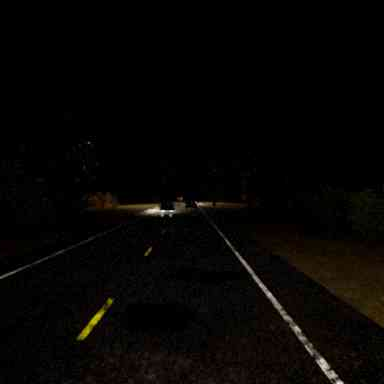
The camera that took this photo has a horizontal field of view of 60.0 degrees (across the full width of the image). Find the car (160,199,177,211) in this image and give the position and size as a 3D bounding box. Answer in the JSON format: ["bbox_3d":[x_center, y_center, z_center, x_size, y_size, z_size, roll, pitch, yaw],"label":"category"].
[{"bbox_3d":[-3.762,2.145,50.811,1.994,1.385,4.181,0,-1,0],"label":"car"}]

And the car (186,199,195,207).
[{"bbox_3d":[-0.276,2.277,67.711,1.837,1.490,4.892,0,-1,0],"label":"car"}]

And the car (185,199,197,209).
[{"bbox_3d":[-0.128,2.224,57.637,1.994,1.385,4.181,0,-1,0],"label":"car"}]
